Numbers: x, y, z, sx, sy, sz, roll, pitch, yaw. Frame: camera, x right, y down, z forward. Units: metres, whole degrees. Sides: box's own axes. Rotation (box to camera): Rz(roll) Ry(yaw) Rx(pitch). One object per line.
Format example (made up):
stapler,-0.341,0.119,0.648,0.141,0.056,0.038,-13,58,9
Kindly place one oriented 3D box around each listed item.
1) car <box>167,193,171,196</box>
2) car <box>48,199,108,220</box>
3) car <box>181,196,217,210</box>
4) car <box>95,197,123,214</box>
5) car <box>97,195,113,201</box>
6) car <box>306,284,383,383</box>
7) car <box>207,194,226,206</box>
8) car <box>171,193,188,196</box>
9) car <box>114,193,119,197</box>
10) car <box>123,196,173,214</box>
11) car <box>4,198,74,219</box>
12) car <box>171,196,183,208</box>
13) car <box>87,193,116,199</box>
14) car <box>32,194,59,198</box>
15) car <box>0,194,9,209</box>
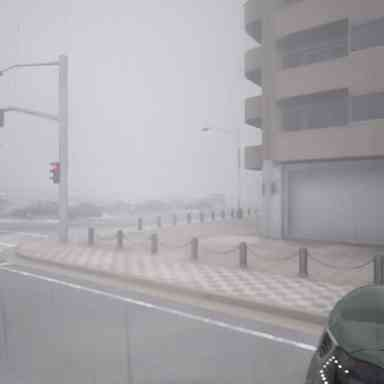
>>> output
car,-3.999,1.208,72.578,1.905,1.878,3.866,0,0,35
car,-9.850,1.620,29.041,1.994,1.385,4.181,0,0,35
car,0.981,1.578,44.341,1.812,1.442,4.674,0,0,35
car,-8.467,1.619,37.060,1.994,1.385,4.181,0,0,35
car,-22.360,1.452,85.615,1.970,1.475,3.806,0,0,35
car,3.444,1.222,1.525,5.566,2.045,2.150,0,0,35
car,3.488,1.273,53.897,2.150,2.045,5.566,0,0,33
car,-1.672,1.205,70.856,1.932,1.855,4.605,0,0,35
car,-20.008,1.212,83.927,1.905,1.878,3.866,0,0,35
car,-4.730,1.546,36.284,2.128,1.511,4.902,0,0,35
car,-13.583,1.549,29.821,2.128,1.511,4.902,0,0,35
car,-2.695,1.654,45.218,1.895,1.301,4.718,0,0,35
car,-16.331,1.452,59.916,1.970,1.475,3.806,0,0,35
car,-30.150,1.213,69.641,1.932,1.855,4.605,0,0,35
car,-29.788,1.456,50.957,1.970,1.475,3.806,0,0,35
